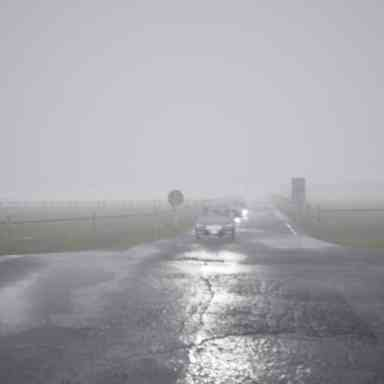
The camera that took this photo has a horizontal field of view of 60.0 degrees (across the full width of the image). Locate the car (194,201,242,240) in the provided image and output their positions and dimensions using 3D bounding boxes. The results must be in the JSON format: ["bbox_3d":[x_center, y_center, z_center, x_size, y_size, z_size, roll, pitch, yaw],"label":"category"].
[{"bbox_3d":[1.219,1.453,16.763,2.128,1.511,4.902,-1,0,7],"label":"car"}]

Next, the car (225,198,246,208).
[{"bbox_3d":[3.606,1.437,30.539,2.033,1.411,5.357,-1,0,11],"label":"car"}]
